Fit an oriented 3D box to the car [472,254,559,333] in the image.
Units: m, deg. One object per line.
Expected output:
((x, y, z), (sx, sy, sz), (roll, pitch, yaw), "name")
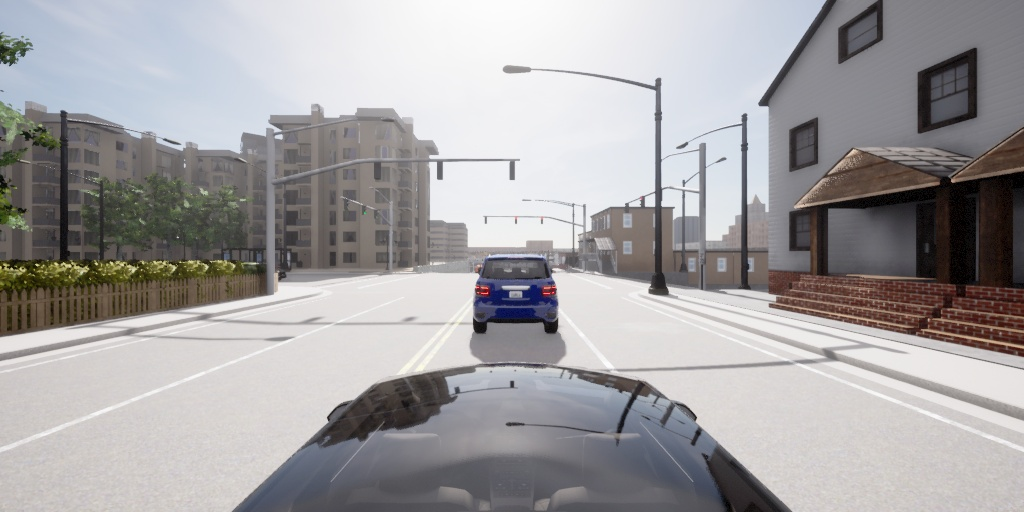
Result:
((0.101, 0.971, 10.877), (2.150, 2.045, 5.566), (0, 0, 0), "car")

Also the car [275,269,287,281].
((-20.346, 1.255, 28.079), (4.892, 1.490, 1.837), (0, 0, 1), "car")

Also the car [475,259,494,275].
((-3.561, 1.506, 46.897), (2.097, 1.767, 4.553), (1, -5, 0), "car")
